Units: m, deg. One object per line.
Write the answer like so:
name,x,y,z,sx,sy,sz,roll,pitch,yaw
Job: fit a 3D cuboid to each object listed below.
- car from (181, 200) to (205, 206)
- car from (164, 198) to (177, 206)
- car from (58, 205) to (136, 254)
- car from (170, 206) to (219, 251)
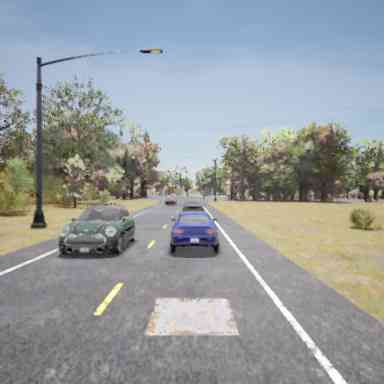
car,0.103,1.507,29.736,1.837,1.490,4.892,0,0,0
car,-3.542,1.609,56.050,1.895,1.301,4.718,0,0,1
car,-3.597,1.353,13.368,2.097,1.767,4.553,0,0,0
car,0.098,1.526,13.917,1.812,1.442,4.674,0,0,0
